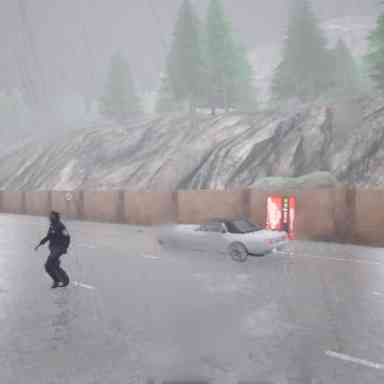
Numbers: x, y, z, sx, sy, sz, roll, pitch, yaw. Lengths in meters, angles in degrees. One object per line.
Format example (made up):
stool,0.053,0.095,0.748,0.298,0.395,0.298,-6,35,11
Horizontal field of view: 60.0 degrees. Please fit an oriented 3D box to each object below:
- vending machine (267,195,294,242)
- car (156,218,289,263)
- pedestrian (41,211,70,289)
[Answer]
vending machine,4.195,1.195,15.698,0.880,2.100,1.100,0,0,37
car,0.924,1.601,12.101,4.718,1.301,1.895,0,0,37
pedestrian,-3.105,1.294,7.595,0.375,1.860,0.375,0,0,38
